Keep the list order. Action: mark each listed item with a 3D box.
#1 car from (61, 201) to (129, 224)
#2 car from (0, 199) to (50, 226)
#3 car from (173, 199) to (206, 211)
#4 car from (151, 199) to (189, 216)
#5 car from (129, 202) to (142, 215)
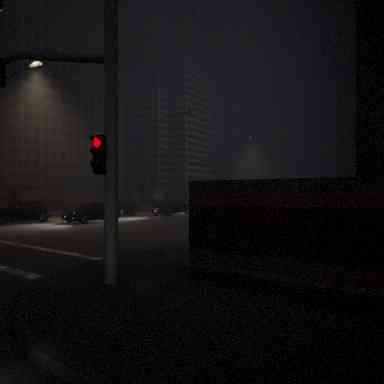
[{"bbox_3d":[-7.437,1.505,25.146,1.837,1.490,4.892,0,0,36],"label":"car"},{"bbox_3d":[-12.699,1.352,23.818,2.097,1.767,4.553,0,0,36],"label":"car"},{"bbox_3d":[-0.297,1.564,40.962,1.994,1.385,4.181,0,0,36],"label":"car"},{"bbox_3d":[-1.936,1.491,32.742,2.128,1.511,4.902,0,0,36],"label":"car"},{"bbox_3d":[-7.159,1.547,31.503,2.033,1.411,5.357,0,0,36],"label":"car"}]
